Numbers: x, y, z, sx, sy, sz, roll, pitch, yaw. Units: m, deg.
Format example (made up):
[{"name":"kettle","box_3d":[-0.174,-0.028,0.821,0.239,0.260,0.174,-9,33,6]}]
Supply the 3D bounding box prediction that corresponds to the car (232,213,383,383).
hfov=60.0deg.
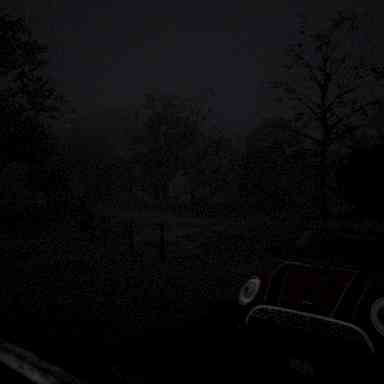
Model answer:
[{"name":"car","box_3d":[2.467,1.296,5.449,2.185,1.767,4.553,1,0,35]}]
